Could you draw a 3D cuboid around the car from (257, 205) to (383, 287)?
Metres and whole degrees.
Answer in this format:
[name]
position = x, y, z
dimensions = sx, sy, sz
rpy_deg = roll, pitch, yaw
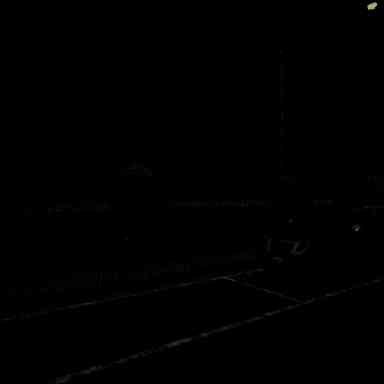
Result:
[car]
position = 4.124, 1.313, 9.478
dimensions = 5.009, 1.841, 2.192
rpy_deg = 0, 0, -36
